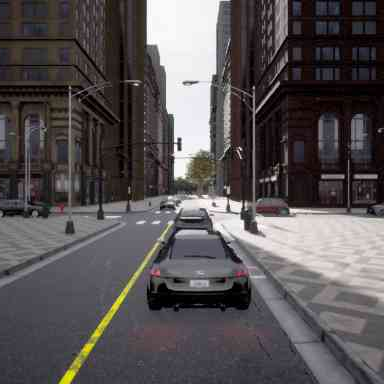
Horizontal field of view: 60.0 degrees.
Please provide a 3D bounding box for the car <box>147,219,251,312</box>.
[{"bbox_3d":[0.108,1.564,7.812,1.994,1.385,4.181,0,0,-1],"label":"car"}]

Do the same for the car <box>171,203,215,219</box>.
[{"bbox_3d":[0.062,1.505,16.720,1.837,1.490,4.892,0,0,0],"label":"car"}]

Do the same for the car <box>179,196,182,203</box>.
[{"bbox_3d":[-3.089,1.495,52.937,2.128,1.511,4.902,0,0,0],"label":"car"}]

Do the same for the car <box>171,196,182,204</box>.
[{"bbox_3d":[-3.031,1.564,66.006,2.033,1.411,5.357,0,0,0],"label":"car"}]

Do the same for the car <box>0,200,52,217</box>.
[{"bbox_3d":[-14.747,1.454,28.968,4.892,1.490,1.837,0,0,-1],"label":"car"}]

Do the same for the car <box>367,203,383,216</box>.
[{"bbox_3d":[19.267,1.627,32.161,4.181,1.385,1.994,0,0,0],"label":"car"}]

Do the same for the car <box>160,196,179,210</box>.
[{"bbox_3d":[-3.089,1.548,43.176,2.033,1.411,5.357,0,0,0],"label":"car"}]

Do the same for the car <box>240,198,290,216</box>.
[{"bbox_3d":[6.960,1.377,32.170,4.553,1.767,2.097,0,0,0],"label":"car"}]
